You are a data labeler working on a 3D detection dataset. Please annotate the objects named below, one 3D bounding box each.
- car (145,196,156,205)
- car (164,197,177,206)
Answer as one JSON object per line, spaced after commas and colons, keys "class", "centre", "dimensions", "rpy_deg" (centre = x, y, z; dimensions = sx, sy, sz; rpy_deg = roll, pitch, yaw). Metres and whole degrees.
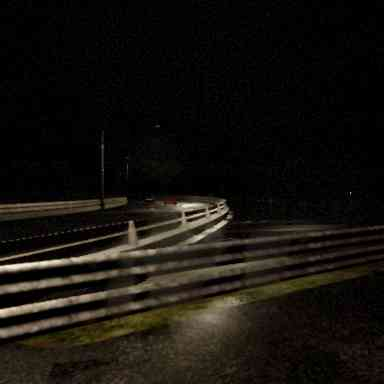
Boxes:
{"class": "car", "centre": [-7.362, 1.501, 59.112], "dimensions": [2.128, 1.511, 4.902], "rpy_deg": [0, 0, -6]}
{"class": "car", "centre": [-3.659, 1.577, 56.508], "dimensions": [1.994, 1.385, 4.181], "rpy_deg": [0, 0, -6]}
